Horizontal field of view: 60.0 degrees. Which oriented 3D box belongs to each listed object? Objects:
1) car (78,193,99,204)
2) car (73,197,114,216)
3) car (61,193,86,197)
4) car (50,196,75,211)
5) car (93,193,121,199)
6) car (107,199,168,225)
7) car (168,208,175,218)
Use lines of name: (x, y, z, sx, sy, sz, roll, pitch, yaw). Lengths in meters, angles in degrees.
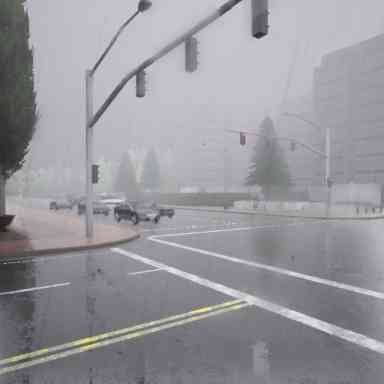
car: (-20.404, 1.221, 65.377, 2.150, 2.045, 5.566, 0, 0, -36)
car: (-9.526, 1.505, 31.870, 1.837, 1.490, 4.892, 0, 0, -36)
car: (-18.315, 1.222, 50.173, 2.150, 2.045, 5.566, 0, 0, -36)
car: (-16.287, 1.526, 41.307, 1.812, 1.442, 4.674, 0, 0, -35)
car: (-9.489, 1.218, 37.827, 2.150, 2.045, 5.566, 0, 0, -36)
car: (-4.108, 1.492, 24.339, 2.128, 1.511, 4.902, 0, 0, -36)
car: (-3.420, 1.601, 29.367, 1.895, 1.301, 4.718, 0, 0, -36)
